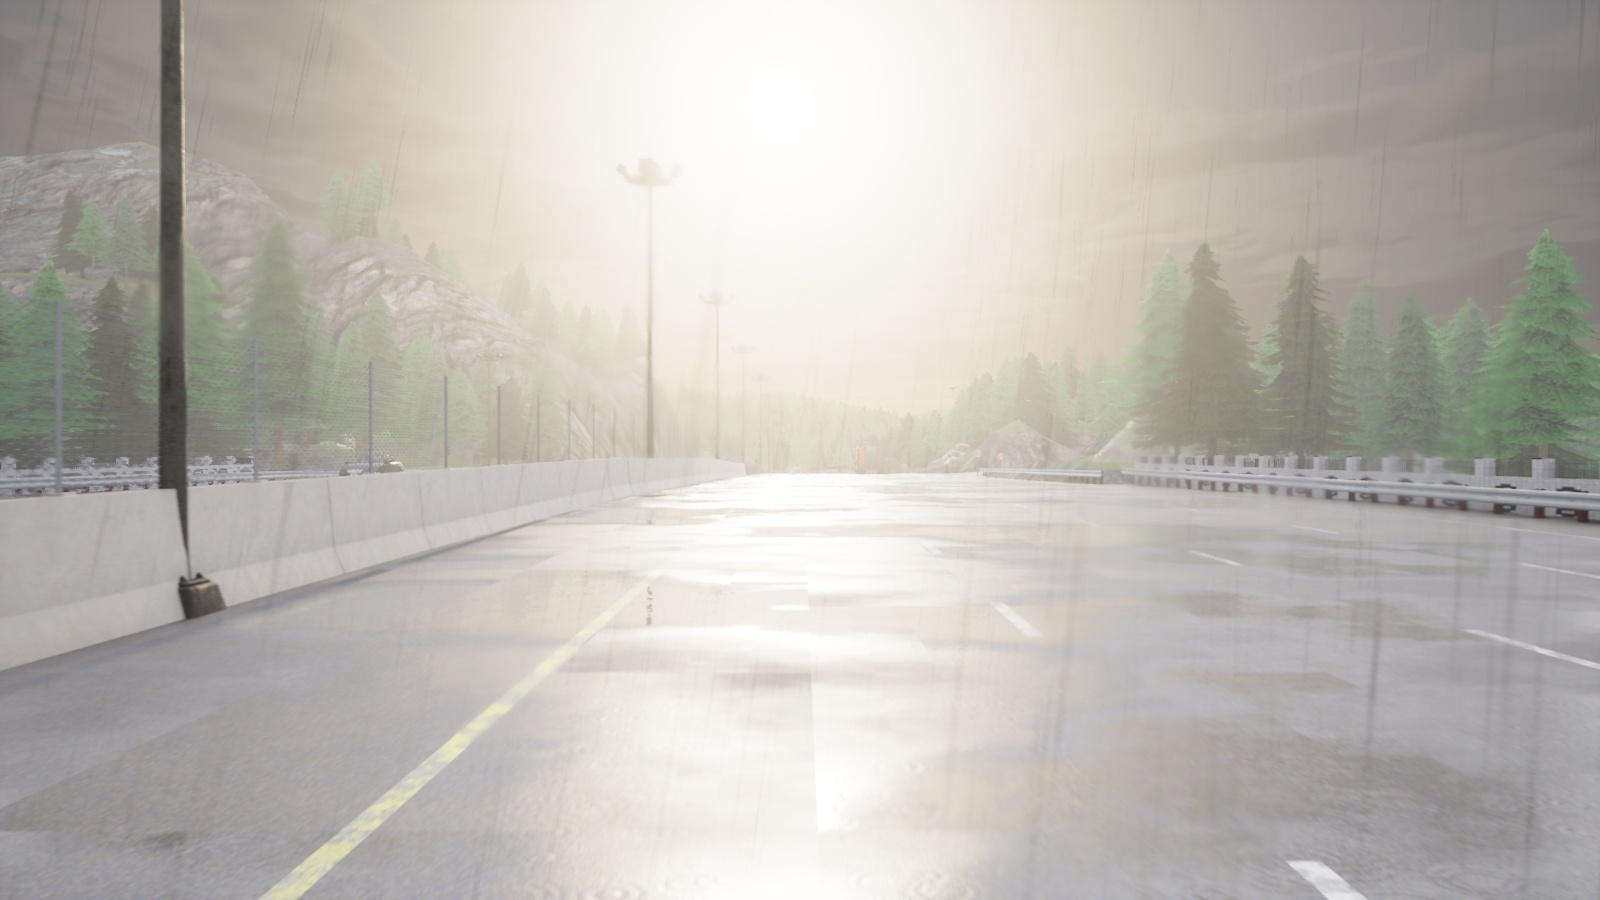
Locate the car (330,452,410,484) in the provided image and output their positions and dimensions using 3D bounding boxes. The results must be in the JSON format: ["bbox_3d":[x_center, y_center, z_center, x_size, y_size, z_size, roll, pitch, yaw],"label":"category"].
[{"bbox_3d":[-20.642,0.861,60.464,2.128,1.511,4.902,0,-1,0],"label":"car"}]
